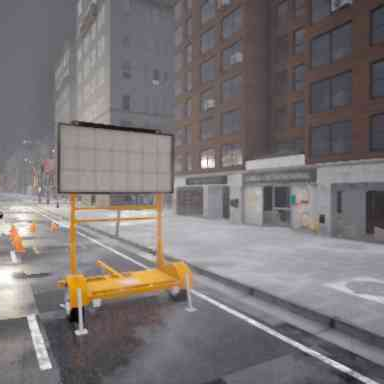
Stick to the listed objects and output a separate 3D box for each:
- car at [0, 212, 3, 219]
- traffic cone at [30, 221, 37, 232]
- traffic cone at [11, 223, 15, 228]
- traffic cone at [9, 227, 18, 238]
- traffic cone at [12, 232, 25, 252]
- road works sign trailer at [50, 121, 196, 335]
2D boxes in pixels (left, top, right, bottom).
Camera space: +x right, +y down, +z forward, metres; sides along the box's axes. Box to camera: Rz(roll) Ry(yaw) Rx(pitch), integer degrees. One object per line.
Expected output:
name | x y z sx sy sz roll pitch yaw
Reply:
car | -6.320 1.167 8.758 2.150 2.045 5.566 0 0 -31
traffic cone | -8.545 1.865 17.922 0.340 0.580 0.340 0 0 -31
traffic cone | -8.384 1.872 15.692 0.340 0.580 0.340 0 0 -31
traffic cone | -7.363 1.882 13.972 0.340 0.580 0.340 0 0 -31
traffic cone | -6.342 1.891 12.253 0.340 0.580 0.340 0 0 -31
road works sign trailer | -1.573 0.438 6.935 2.380 3.560 2.880 0 0 -31
